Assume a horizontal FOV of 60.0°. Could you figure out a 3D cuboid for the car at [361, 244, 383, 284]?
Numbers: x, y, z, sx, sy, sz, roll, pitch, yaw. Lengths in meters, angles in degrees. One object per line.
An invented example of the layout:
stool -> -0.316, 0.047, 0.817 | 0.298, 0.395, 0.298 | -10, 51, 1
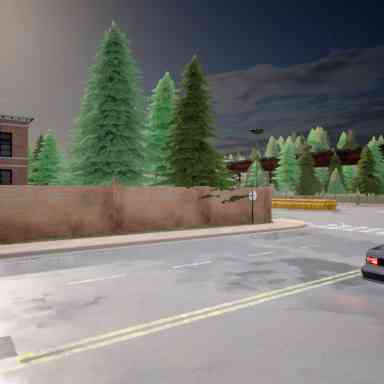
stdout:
car -> 6.323, 1.547, 8.239 | 5.357, 1.411, 2.033 | 0, 0, -35
